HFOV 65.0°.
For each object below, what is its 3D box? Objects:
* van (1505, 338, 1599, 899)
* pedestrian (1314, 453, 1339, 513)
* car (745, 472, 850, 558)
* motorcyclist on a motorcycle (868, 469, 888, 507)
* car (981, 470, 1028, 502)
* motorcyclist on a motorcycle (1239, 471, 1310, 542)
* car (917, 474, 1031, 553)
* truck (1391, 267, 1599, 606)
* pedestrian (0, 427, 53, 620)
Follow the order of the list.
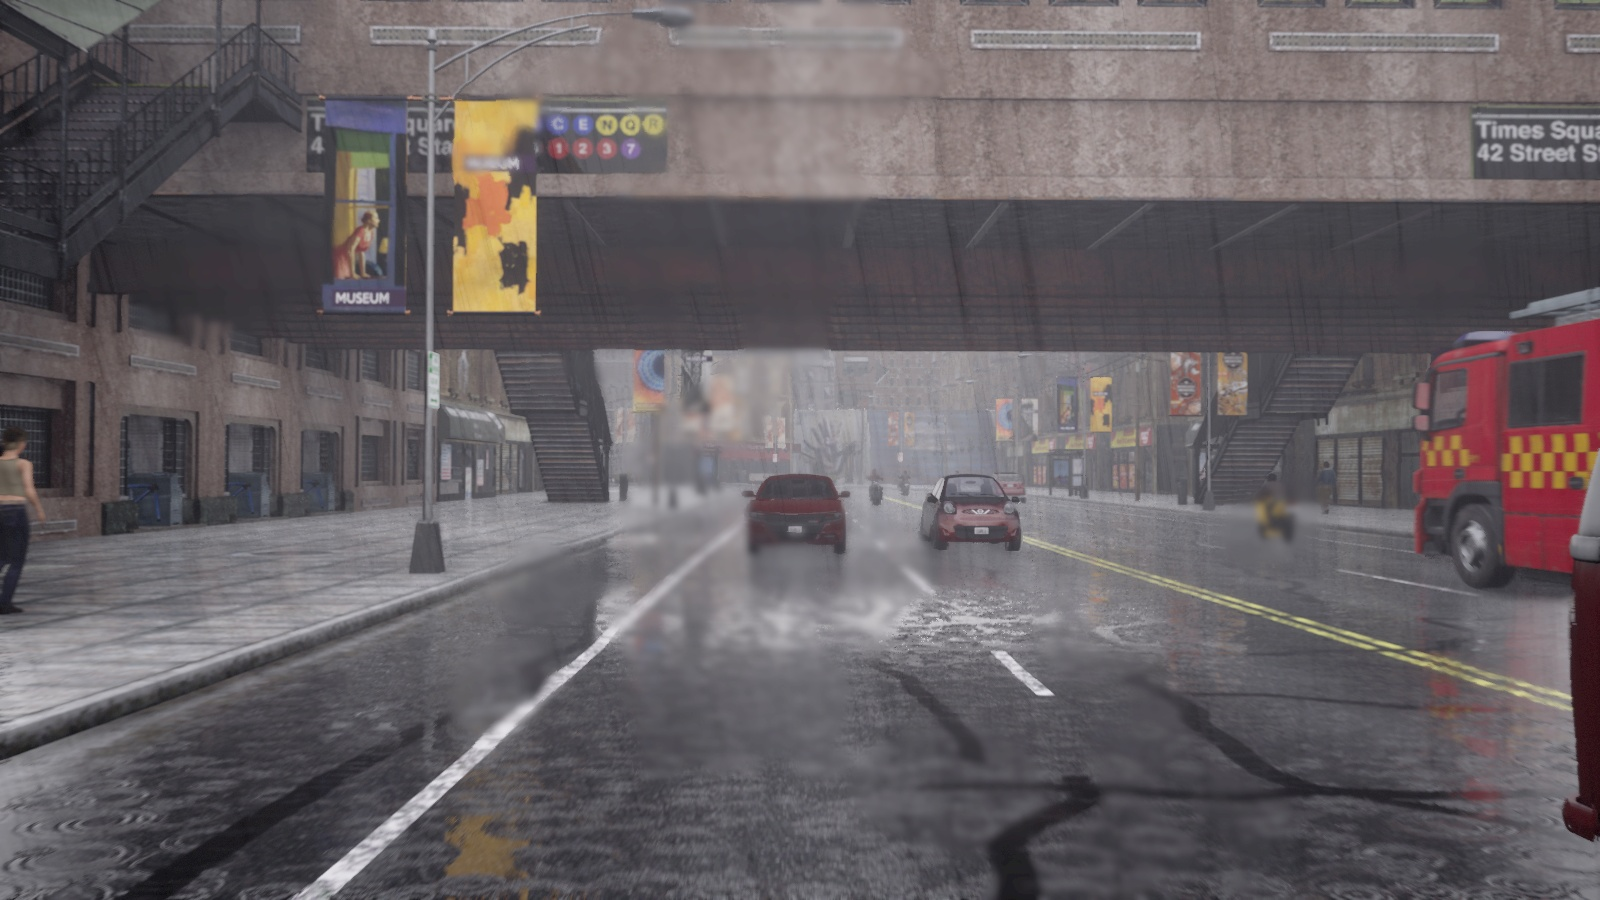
[{"bbox_3d":[3.494,0.594,2.389,1.775,1.987,4.442,0,-1,0],"label":"van"},{"bbox_3d":[17.312,1.094,41.318,0.423,1.949,0.788,0,-1,-5],"label":"pedestrian"},{"bbox_3d":[-0.025,1.211,24.973,1.882,1.535,5.008,0,-1,0],"label":"car"},{"bbox_3d":[3.493,1.697,56.520,0.766,1.649,2.350,0,-1,0],"label":"motorcyclist on a motorcycle"},{"bbox_3d":[10.465,1.830,64.461,1.789,1.549,3.705,0,-1,0],"label":"car"},{"bbox_3d":[10.500,1.221,27.872,0.797,1.523,2.044,0,-1,0],"label":"motorcyclist on a motorcycle"},{"bbox_3d":[3.480,1.245,25.736,1.845,1.501,3.633,0,-1,0],"label":"car"},{"bbox_3d":[10.461,-0.143,14.849,2.891,3.827,8.468,0,-1,0],"label":"truck"},{"bbox_3d":[-7.656,0.707,12.269,0.345,1.836,0.594,0,-1,1],"label":"pedestrian"}]
